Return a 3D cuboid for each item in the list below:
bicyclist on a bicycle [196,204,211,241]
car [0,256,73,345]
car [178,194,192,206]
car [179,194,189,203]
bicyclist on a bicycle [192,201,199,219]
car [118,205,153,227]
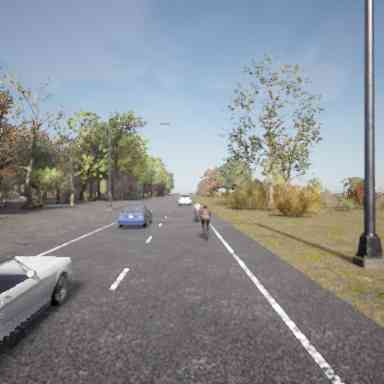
[{"bbox_3d":[0.652,1.492,16.101,0.582,1.620,1.656,0,0,-1],"label":"bicyclist on a bicycle"},{"bbox_3d":[-3.456,1.619,5.094,1.895,1.301,4.718,0,0,-1],"label":"car"},{"bbox_3d":[-1.237,1.378,59.322,2.150,2.045,5.566,0,0,-1],"label":"car"},{"bbox_3d":[-1.685,1.420,74.335,2.150,2.045,5.566,0,0,-1],"label":"car"},{"bbox_3d":[0.441,1.501,25.839,0.866,1.612,1.509,0,0,-2],"label":"bicyclist on a bicycle"},{"bbox_3d":[-3.884,1.612,23.264,2.033,1.411,5.357,0,0,-1],"label":"car"}]
